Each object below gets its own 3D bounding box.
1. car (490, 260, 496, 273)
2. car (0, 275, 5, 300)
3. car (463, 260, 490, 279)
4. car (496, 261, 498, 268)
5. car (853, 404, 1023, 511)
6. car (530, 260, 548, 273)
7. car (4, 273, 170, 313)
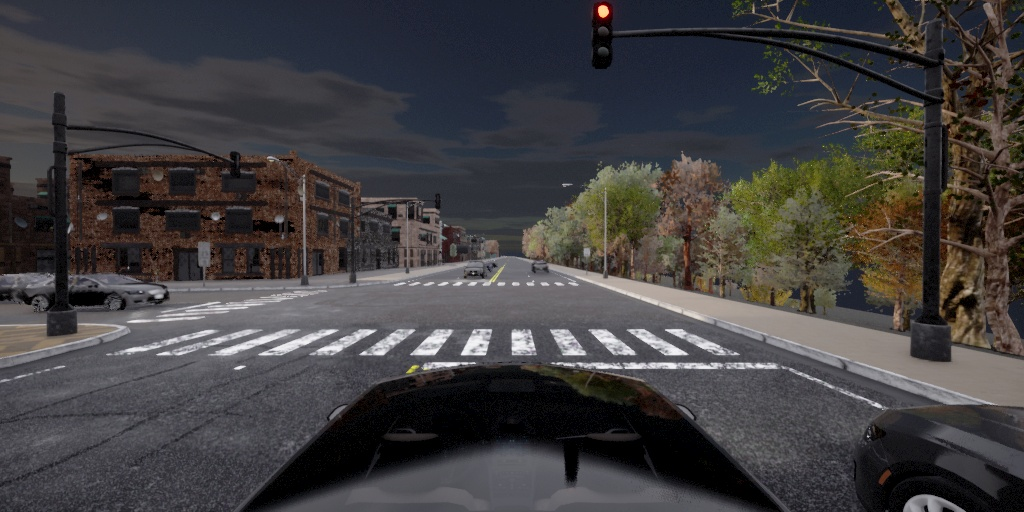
[{"bbox_3d":[-3.325,1.345,42.991,1.895,1.301,4.718,0,0,0],"label":"car"},{"bbox_3d":[-25.430,1.651,18.401,5.357,1.411,2.033,-1,1,-1],"label":"car"},{"bbox_3d":[-3.316,1.250,33.070,1.837,1.490,4.892,0,0,0],"label":"car"},{"bbox_3d":[-3.316,1.345,58.427,1.895,1.301,4.718,0,0,0],"label":"car"},{"bbox_3d":[3.347,1.255,0.518,1.837,1.490,4.892,0,0,0],"label":"car"},{"bbox_3d":[3.374,1.236,44.079,2.128,1.511,4.902,0,0,0],"label":"car"},{"bbox_3d":[-17.600,1.505,15.330,4.902,1.511,2.128,-1,1,-1],"label":"car"}]
